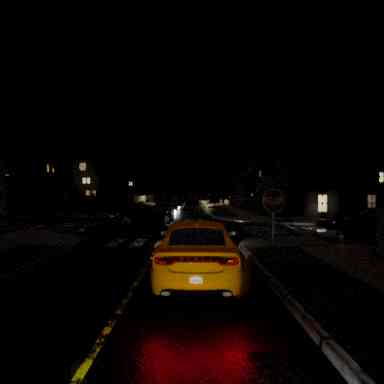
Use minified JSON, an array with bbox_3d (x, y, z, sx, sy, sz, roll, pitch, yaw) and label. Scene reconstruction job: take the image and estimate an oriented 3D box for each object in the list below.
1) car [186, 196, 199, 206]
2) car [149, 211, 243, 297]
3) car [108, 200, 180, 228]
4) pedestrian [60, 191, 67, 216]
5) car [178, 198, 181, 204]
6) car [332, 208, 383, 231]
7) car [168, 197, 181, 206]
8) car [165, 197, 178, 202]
[{"bbox_3d":[0.089,1.451,54.660,1.882,1.535,5.008,0,0,0],"label":"car"},{"bbox_3d":[0.151,1.474,8.606,1.882,1.535,5.008,0,0,2],"label":"car"},{"bbox_3d":[-3.294,1.491,21.823,4.181,1.385,1.994,0,2,-32],"label":"car"},{"bbox_3d":[-9.686,0.859,25.119,0.375,1.860,0.375,0,0,1],"label":"pedestrian"},{"bbox_3d":[-2.851,1.474,44.388,2.128,1.511,4.902,0,0,0],"label":"car"},{"bbox_3d":[11.667,1.759,21.861,4.674,1.442,1.812,1,1,0],"label":"car"},{"bbox_3d":[-2.845,1.499,54.470,1.812,1.442,4.674,0,0,0],"label":"car"},{"bbox_3d":[-2.861,1.535,34.403,2.033,1.411,5.357,0,0,0],"label":"car"}]
